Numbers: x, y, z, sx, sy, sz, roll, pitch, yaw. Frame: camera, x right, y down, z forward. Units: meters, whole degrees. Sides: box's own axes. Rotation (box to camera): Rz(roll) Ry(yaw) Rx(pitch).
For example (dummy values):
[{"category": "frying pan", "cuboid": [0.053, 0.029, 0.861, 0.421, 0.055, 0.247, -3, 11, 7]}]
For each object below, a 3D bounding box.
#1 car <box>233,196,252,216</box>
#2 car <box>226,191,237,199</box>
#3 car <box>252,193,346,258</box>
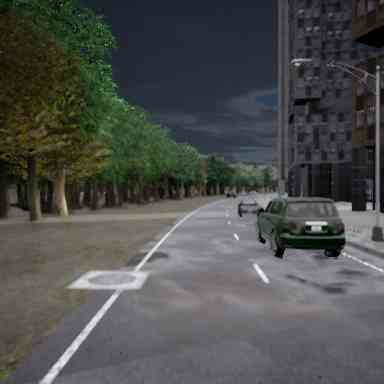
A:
[{"category": "car", "cuboid": [5.177, 1.428, 30.903, 2.128, 1.511, 4.902, 0, 0, 5]}, {"category": "car", "cuboid": [10.329, 0.652, 86.905, 2.150, 2.045, 5.566, 0, 1, 15]}, {"category": "car", "cuboid": [3.921, 1.204, 12.873, 2.150, 2.045, 5.566, 0, 0, 2]}]
